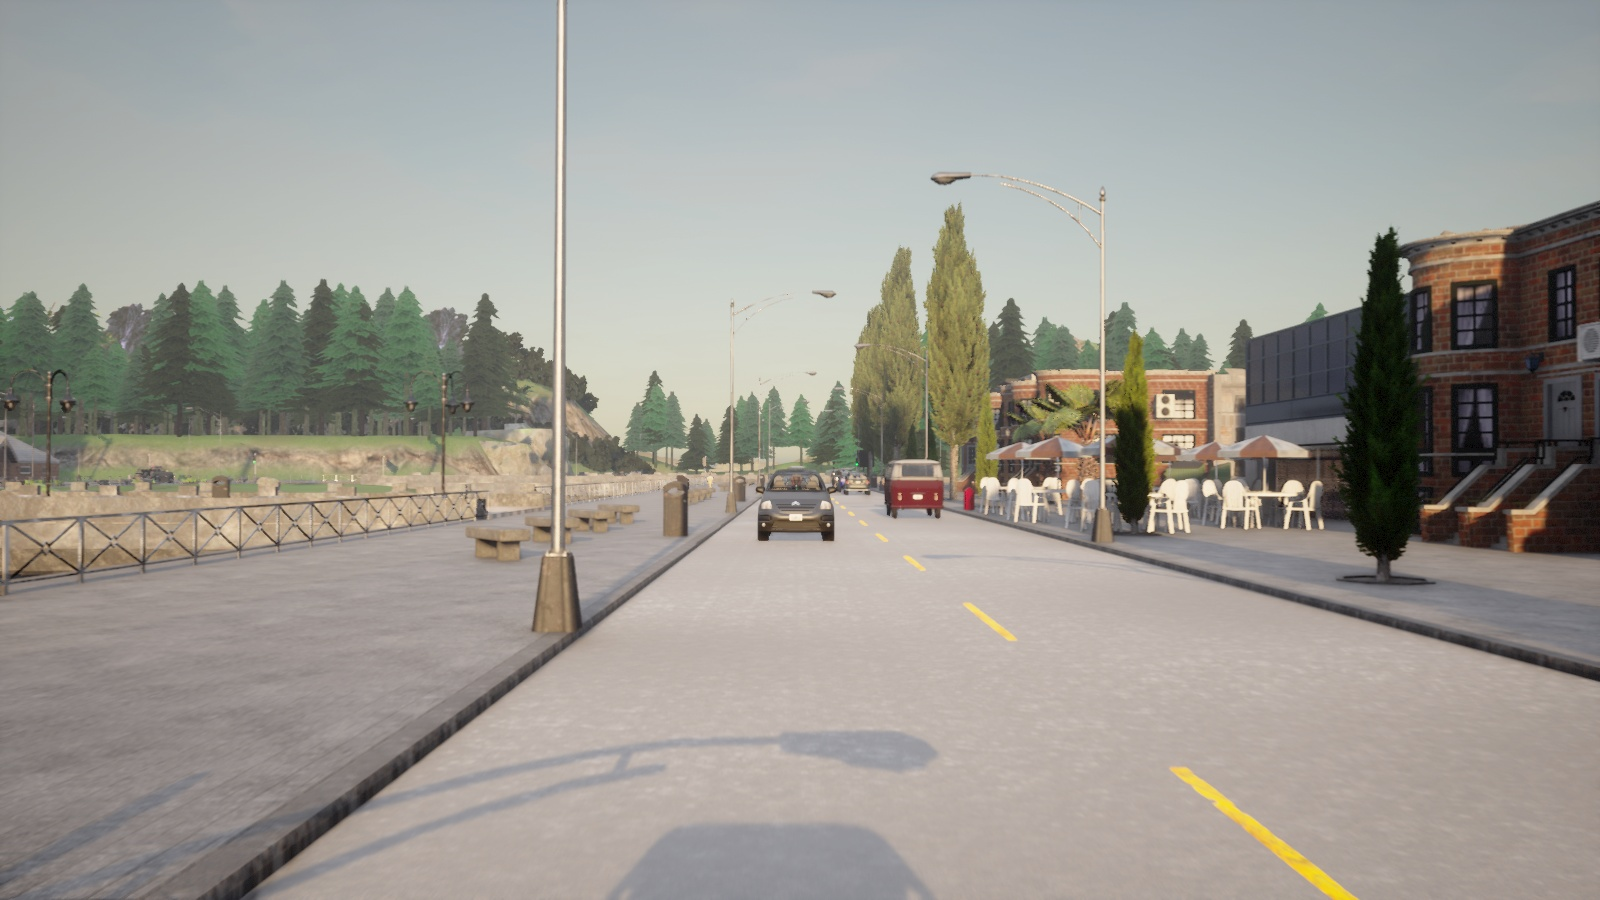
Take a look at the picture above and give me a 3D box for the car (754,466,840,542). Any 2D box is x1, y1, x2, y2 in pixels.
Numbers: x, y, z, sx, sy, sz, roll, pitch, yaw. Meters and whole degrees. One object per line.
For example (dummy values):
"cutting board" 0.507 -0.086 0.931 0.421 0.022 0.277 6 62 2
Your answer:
"car" -0.076 1.200 29.060 1.851 1.617 3.988 0 -1 0

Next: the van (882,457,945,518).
"van" 3.884 1.281 43.543 1.775 1.987 4.442 0 -1 0

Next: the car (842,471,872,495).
"car" 3.780 2.185 84.033 1.789 1.549 3.705 0 -1 0
